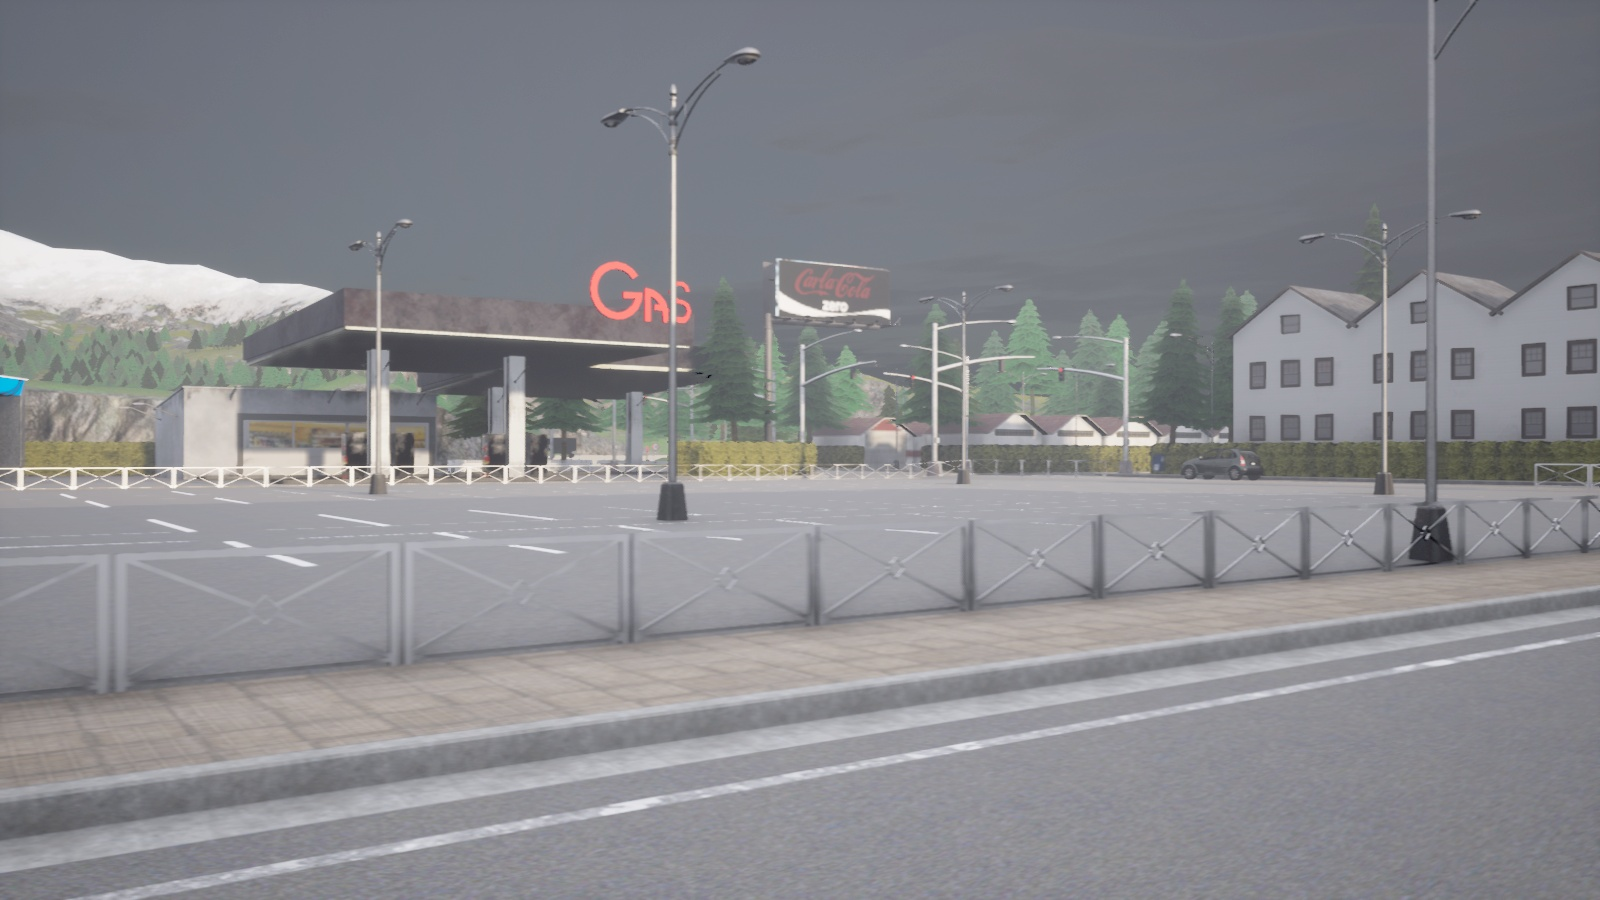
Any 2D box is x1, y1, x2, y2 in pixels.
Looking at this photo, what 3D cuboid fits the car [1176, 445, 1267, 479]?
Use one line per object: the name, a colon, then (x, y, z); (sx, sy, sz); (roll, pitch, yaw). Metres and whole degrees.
car: (21.007, 0.576, 62.766); (1.851, 1.617, 3.988); (0, 0, -35)
